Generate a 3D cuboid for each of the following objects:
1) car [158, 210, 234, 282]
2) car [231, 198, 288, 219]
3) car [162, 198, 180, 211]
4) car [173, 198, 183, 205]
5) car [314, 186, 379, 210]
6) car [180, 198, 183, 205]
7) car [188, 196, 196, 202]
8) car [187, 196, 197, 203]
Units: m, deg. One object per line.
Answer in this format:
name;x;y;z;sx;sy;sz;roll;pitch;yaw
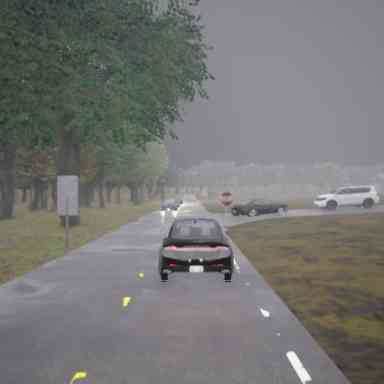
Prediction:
car;0.100;1.519;9.877;2.128;1.511;4.902;0;0;0
car;5.589;1.247;27.355;5.008;1.535;1.882;-3;-1;-26
car;-2.847;1.677;43.456;1.812;1.442;4.674;0;0;0
car;-2.753;1.862;66.717;1.895;1.301;4.718;0;0;0
car;14.243;0.530;30.782;5.566;2.045;2.150;-3;0;1
car;-2.834;1.695;52.865;1.837;1.490;4.892;0;1;0
car;-0.005;1.694;85.657;1.812;1.442;4.674;0;0;0
car;-0.005;1.768;75.236;1.882;1.535;5.008;0;0;0
